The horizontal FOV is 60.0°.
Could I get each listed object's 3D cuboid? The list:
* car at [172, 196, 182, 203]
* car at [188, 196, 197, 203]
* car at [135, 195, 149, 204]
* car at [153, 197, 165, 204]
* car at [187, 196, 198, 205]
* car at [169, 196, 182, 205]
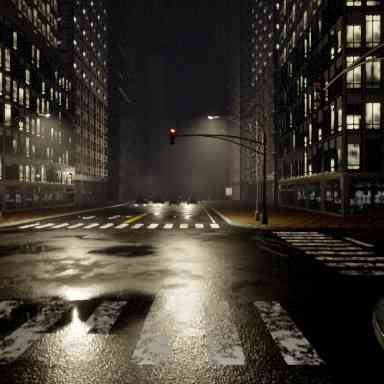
[{"bbox_3d":[-3.151,1.523,70.185,1.994,1.385,4.181,0,0,0],"label":"car"},{"bbox_3d":[0.100,1.583,70.627,1.895,1.301,4.718,0,0,0],"label":"car"},{"bbox_3d":[-9.659,1.468,64.391,2.097,1.767,4.553,0,0,0],"label":"car"},{"bbox_3d":[-6.410,1.680,64.356,1.994,1.385,4.181,0,0,0],"label":"car"},{"bbox_3d":[0.085,1.648,60.179,2.033,1.411,5.357,0,0,0],"label":"car"},{"bbox_3d":[-3.166,1.647,59.766,2.033,1.411,5.357,0,0,0],"label":"car"}]
